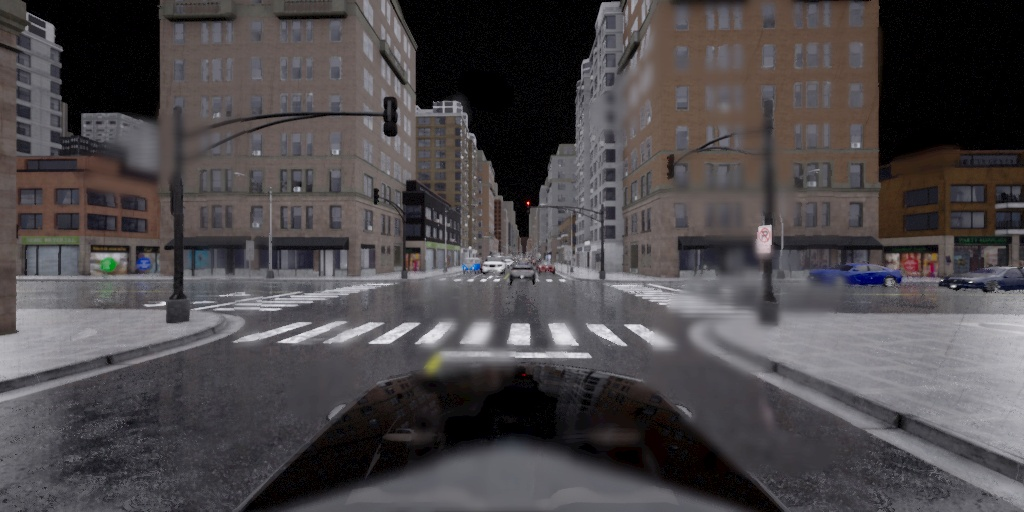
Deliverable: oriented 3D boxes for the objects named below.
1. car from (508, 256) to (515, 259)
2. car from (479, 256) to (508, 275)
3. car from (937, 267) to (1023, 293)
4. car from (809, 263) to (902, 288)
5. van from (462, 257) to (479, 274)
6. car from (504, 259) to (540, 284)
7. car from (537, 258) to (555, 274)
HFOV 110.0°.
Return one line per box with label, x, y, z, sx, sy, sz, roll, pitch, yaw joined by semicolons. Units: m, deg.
car;-1.089;1.012;62.643;2.150;2.045;5.566;0;0;2
car;-1.953;0.986;39.566;2.150;2.045;5.566;0;0;2
car;27.712;1.329;20.260;5.357;1.411;2.033;0;0;2
car;22.548;1.250;23.666;5.008;1.535;1.882;0;0;2
van;-4.652;1.108;41.272;1.690;1.789;3.998;0;0;2
car;0.808;1.239;27.200;2.128;1.511;4.902;0;0;2
car;3.869;1.207;40.976;1.967;1.591;4.097;0;0;2
